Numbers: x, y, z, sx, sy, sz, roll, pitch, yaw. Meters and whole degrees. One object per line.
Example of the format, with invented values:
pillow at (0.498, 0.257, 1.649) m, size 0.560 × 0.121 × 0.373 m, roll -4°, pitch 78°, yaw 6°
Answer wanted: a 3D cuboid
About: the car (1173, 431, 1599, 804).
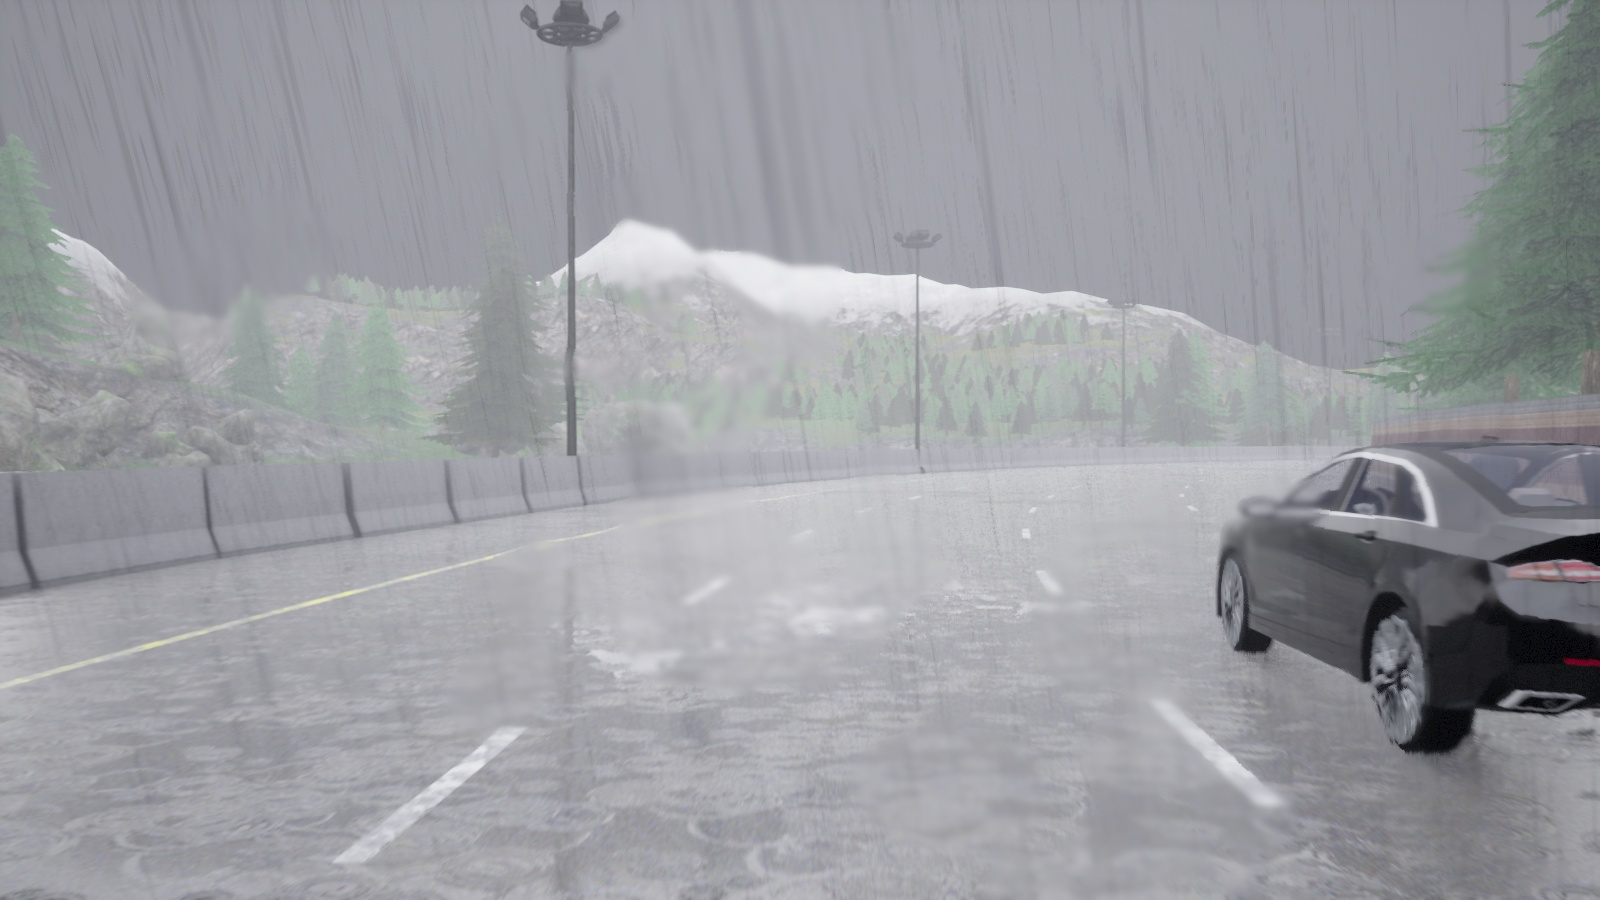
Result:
car at (3.857, 0.665, 7.492) m, size 2.128 × 1.511 × 4.902 m, roll 0°, pitch 0°, yaw 4°
